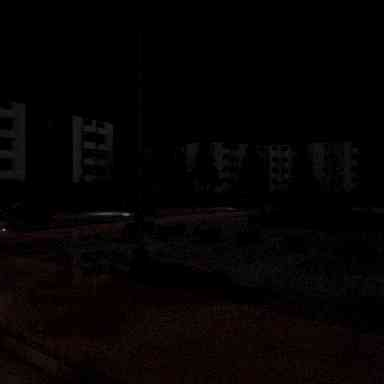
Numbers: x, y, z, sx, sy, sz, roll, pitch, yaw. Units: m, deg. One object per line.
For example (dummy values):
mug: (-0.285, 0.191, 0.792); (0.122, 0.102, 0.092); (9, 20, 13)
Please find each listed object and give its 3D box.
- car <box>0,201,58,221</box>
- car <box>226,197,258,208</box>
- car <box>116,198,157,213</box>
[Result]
car: (-13.688, 1.505, 27.760); (1.837, 1.490, 4.892); (0, 0, 34)
car: (7.143, 1.506, 47.899); (4.892, 1.490, 1.837); (0, 0, -26)
car: (-6.215, 1.478, 37.886); (1.882, 1.535, 5.008); (0, 0, 44)
